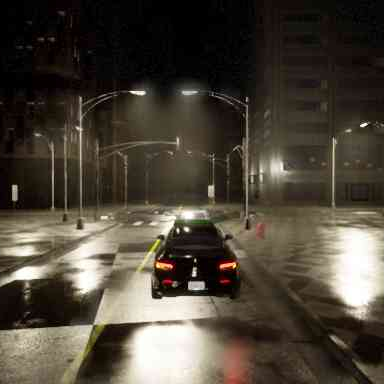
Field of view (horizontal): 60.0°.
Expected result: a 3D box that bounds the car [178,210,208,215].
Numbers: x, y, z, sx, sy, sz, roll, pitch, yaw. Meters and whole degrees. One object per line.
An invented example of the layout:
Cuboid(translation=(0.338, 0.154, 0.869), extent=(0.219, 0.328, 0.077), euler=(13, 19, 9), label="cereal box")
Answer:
Cuboid(translation=(0.058, 1.592, 17.307), extent=(1.895, 1.301, 4.718), euler=(0, 0, 0), label="car")

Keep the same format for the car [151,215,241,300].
Cuboid(translation=(0.077, 1.523, 8.282), extent=(1.812, 1.442, 4.674), euler=(0, 0, 0), label="car")
